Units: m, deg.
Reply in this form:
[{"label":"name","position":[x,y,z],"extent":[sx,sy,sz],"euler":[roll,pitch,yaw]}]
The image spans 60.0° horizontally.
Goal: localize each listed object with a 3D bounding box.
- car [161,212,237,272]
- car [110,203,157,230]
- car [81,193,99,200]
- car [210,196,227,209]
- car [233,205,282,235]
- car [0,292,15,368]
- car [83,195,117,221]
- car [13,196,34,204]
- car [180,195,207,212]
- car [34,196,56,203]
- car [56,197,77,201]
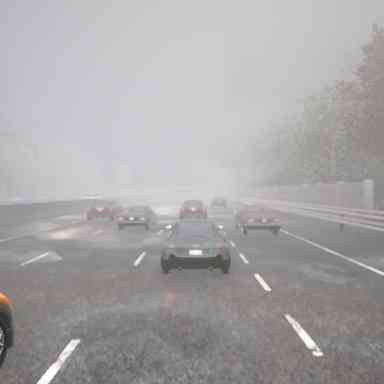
[{"label":"car","position":[0.098,1.562,10.763],"extent":[1.994,1.385,4.181],"euler":[0,0,0]},{"label":"car","position":[-3.403,1.549,21.193],"extent":[2.033,1.411,5.357],"euler":[0,0,0]},{"label":"car","position":[-17.548,1.244,57.798],"extent":[2.150,2.045,5.566],"euler":[0,0,1]},{"label":"car","position":[3.489,1.255,44.529],"extent":[2.097,1.767,4.553],"euler":[0,0,0]},{"label":"car","position":[3.495,1.428,18.558],"extent":[2.033,1.411,5.357],"euler":[0,0,0]},{"label":"car","position":[-3.402,1.351,2.566],"extent":[2.097,1.767,4.553],"euler":[0,0,0]},{"label":"car","position":[-6.907,1.355,27.033],"extent":[2.097,1.767,4.553],"euler":[0,0,0]},{"label":"car","position":[-28.041,1.498,55.798],"extent":[1.882,1.535,5.008],"euler":[0,0,1]},{"label":"car","position":[0.094,1.355,27.034],"extent":[2.097,1.767,4.553],"euler":[0,0,0]},{"label":"car","position":[-24.538,1.515,57.292],"extent":[2.128,1.511,4.902],"euler":[0,0,1]},{"label":"car","position":[-21.052,1.585,57.027],"extent":[1.994,1.385,4.181],"euler":[0,0,1]}]
